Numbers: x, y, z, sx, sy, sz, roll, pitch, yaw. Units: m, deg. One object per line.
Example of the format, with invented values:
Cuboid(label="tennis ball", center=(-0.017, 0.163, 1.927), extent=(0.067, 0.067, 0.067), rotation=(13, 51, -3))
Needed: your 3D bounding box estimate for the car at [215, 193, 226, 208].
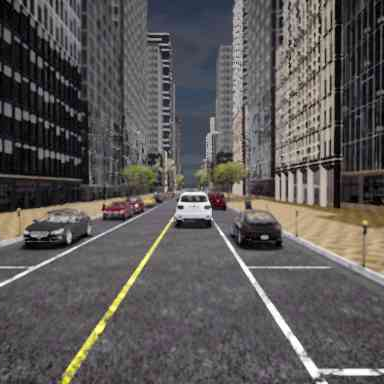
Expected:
Cuboid(label="car", center=(2.718, 1.024, 37.258), extent=(2.192, 1.841, 5.009), rotation=(-1, 0, 0))

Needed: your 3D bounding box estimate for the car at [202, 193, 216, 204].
Cuboid(label="car", center=(2.737, 1.014, 54.310), extent=(1.967, 1.590, 4.097), rotation=(-1, 0, 0))

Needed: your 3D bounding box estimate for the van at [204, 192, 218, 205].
Cuboid(label="van", center=(2.730, 0.960, 48.625), extent=(1.690, 1.788, 3.998), rotation=(-1, 0, 0))

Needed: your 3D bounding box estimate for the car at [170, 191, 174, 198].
Cuboid(label="car", center=(-5.621, 0.833, 77.052), extent=(1.967, 1.590, 4.097), rotation=(-1, 0, 0))

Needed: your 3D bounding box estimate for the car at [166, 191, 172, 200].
Cuboid(label="car", center=(-5.632, 1.034, 65.686), extent=(2.008, 1.369, 4.403), rotation=(-1, 0, 0))

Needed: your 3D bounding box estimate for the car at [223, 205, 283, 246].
Cuboid(label="car", center=(2.698, 1.437, 14.526), extent=(2.008, 1.369, 4.403), rotation=(-1, 0, 0))

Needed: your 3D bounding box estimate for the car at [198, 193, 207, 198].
Cuboid(label="car", center=(2.772, 0.852, 88.411), extent=(2.008, 1.369, 4.403), rotation=(-1, 0, 0))

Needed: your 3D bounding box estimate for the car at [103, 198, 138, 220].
Cuboid(label="car", center=(-5.671, 1.379, 25.901), extent=(1.802, 1.307, 4.206), rotation=(-1, 0, 0))

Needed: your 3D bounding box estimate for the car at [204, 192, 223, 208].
Cuboid(label="car", center=(2.724, 0.979, 42.942), extent=(2.192, 1.841, 5.009), rotation=(-1, 0, 0))

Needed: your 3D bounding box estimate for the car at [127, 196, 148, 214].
Cuboid(label="car", center=(-5.667, 1.193, 31.584), extent=(1.967, 1.590, 4.097), rotation=(-1, 0, 0))

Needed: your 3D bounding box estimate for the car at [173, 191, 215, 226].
Cuboid(label="car", center=(0.123, 1.048, 22.210), extent=(2.150, 2.045, 5.566), rotation=(0, 1, 0))

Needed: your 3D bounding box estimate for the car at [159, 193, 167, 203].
Cuboid(label="car", center=(-5.643, 1.140, 54.319), extent=(1.947, 1.339, 4.313), rotation=(-1, 0, 0))

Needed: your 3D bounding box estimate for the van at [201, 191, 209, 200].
Cuboid(label="van", center=(2.752, 0.779, 71.359), extent=(1.690, 1.788, 3.998), rotation=(-1, 0, 0))

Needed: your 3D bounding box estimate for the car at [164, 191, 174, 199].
Cuboid(label="car", center=(-5.617, 0.662, 82.734), extent=(2.192, 1.841, 5.009), rotation=(-1, 0, 0))

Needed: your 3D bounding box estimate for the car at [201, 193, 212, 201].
Cuboid(label="car", center=(2.747, 0.924, 65.677), extent=(1.967, 1.590, 4.097), rotation=(-1, 0, 0))

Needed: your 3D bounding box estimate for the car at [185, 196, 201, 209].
Cuboid(label="car", center=(0.129, 1.210, 40.291), extent=(1.812, 1.442, 4.674), rotation=(0, 0, 0))

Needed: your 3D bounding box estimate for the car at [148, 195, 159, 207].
Cuboid(label="car", center=(-5.654, 1.190, 42.782), extent=(1.752, 1.417, 4.829), rotation=(-1, 0, 0))

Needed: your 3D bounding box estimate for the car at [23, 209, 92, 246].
Cuboid(label="car", center=(-5.682, 1.437, 14.534), extent=(2.008, 1.369, 4.403), rotation=(-1, 0, 0))
